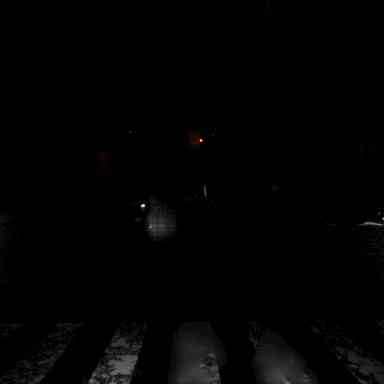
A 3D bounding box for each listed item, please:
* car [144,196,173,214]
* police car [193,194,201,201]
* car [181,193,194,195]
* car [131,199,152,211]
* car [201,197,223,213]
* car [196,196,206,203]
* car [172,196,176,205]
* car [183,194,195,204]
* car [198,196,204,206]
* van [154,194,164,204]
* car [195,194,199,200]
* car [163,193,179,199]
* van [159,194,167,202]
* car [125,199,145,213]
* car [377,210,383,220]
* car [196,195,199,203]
[{"bbox_3d":[-3.445,1.496,35.223,2.128,1.511,4.902,0,0,-1],"label":"car"},{"bbox_3d":[1.267,1.464,90.513,1.930,1.638,5.238,0,0,-1],"label":"police car"},{"bbox_3d":[-0.891,1.550,75.527,2.128,1.511,4.902,0,0,-1],"label":"car"},{"bbox_3d":[-6.191,1.557,41.214,2.008,1.369,4.403,0,0,-1],"label":"car"},{"bbox_3d":[2.402,1.556,36.335,2.008,1.369,4.403,0,0,-1],"label":"car"},{"bbox_3d":[1.899,1.590,73.116,1.947,1.339,4.313,0,0,-1],"label":"car"},{"bbox_3d":[-3.580,1.609,45.130,1.895,1.301,4.718,0,0,-1],"label":"car"},{"bbox_3d":[-0.660,1.620,65.599,1.895,1.301,4.718,0,0,-1],"label":"car"},{"bbox_3d":[2.253,1.553,47.223,1.887,1.381,4.507,0,0,-1],"label":"car"},{"bbox_3d":[-6.538,1.361,66.609,1.690,1.788,3.998,0,0,-1],"label":"van"},{"bbox_3d":[2.043,1.567,62.538,2.008,1.369,4.403,0,0,-1],"label":"car"},{"bbox_3d":[-3.746,1.493,58.795,1.882,1.535,5.008,0,1,-1],"label":"car"},{"bbox_3d":[-6.687,1.368,77.435,1.690,1.788,3.998,0,0,-1],"label":"van"},{"bbox_3d":[-6.122,1.556,36.222,2.008,1.369,4.403,0,0,-1],"label":"car"},{"bbox_3d":[14.725,1.249,20.978,5.357,1.411,2.033,-1,0,-1],"label":"car"},{"bbox_3d":[2.179,1.562,52.667,2.008,1.369,4.403,0,0,-1],"label":"car"}]
